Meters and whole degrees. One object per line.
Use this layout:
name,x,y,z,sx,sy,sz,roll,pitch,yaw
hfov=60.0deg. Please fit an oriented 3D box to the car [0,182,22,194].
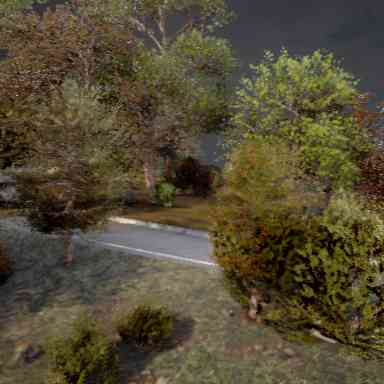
car,-7.420,-0.079,12.841,4.181,1.385,1.994,7,2,32
